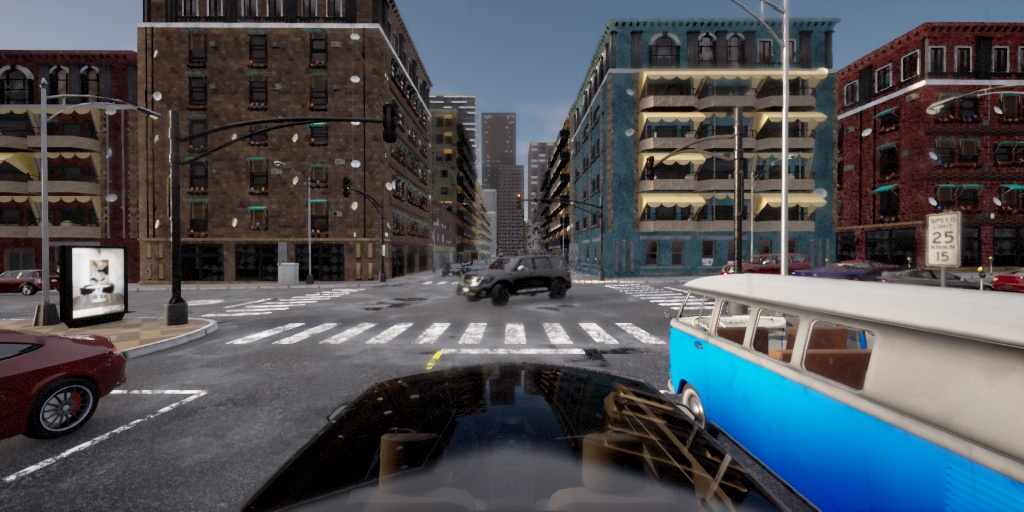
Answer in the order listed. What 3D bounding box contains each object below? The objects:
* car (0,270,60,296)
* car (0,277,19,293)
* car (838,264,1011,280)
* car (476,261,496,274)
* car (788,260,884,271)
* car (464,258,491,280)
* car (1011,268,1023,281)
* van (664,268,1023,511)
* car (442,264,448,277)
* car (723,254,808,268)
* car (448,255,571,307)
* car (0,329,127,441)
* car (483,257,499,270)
[{"bbox_3d":[-30.238,1.574,22.169,4.097,1.591,1.967,0,0,0],"label":"car"},{"bbox_3d":[-22.380,1.637,13.577,4.403,1.370,2.007,0,0,0],"label":"car"},{"bbox_3d":[15.808,1.097,13.937,4.313,1.339,1.948,0,0,0],"label":"car"},{"bbox_3d":[-3.048,1.319,42.365,1.994,1.385,4.181,0,0,0],"label":"car"},{"bbox_3d":[18.219,1.052,19.739,4.718,1.301,1.895,-1,0,0],"label":"car"},{"bbox_3d":[-3.005,1.104,32.437,2.097,1.767,4.553,0,0,-1],"label":"car"},{"bbox_3d":[21.378,1.033,13.971,4.207,1.307,1.802,0,0,0],"label":"car"},{"bbox_3d":[2.690,1.091,2.779,1.690,1.789,3.998,0,0,0],"label":"van"},{"bbox_3d":[-5.654,1.318,35.194,1.948,1.339,4.313,0,0,0],"label":"car"},{"bbox_3d":[15.796,0.781,22.318,5.009,1.841,2.192,0,0,0],"label":"car"},{"bbox_3d":[0.264,0.974,15.876,5.566,2.045,2.150,0,-1,-41],"label":"car"},{"bbox_3d":[-5.691,1.332,2.789,1.802,1.307,4.207,0,0,0],"label":"car"},{"bbox_3d":[-3.032,1.113,53.668,2.097,1.767,4.553,0,0,0],"label":"car"}]
